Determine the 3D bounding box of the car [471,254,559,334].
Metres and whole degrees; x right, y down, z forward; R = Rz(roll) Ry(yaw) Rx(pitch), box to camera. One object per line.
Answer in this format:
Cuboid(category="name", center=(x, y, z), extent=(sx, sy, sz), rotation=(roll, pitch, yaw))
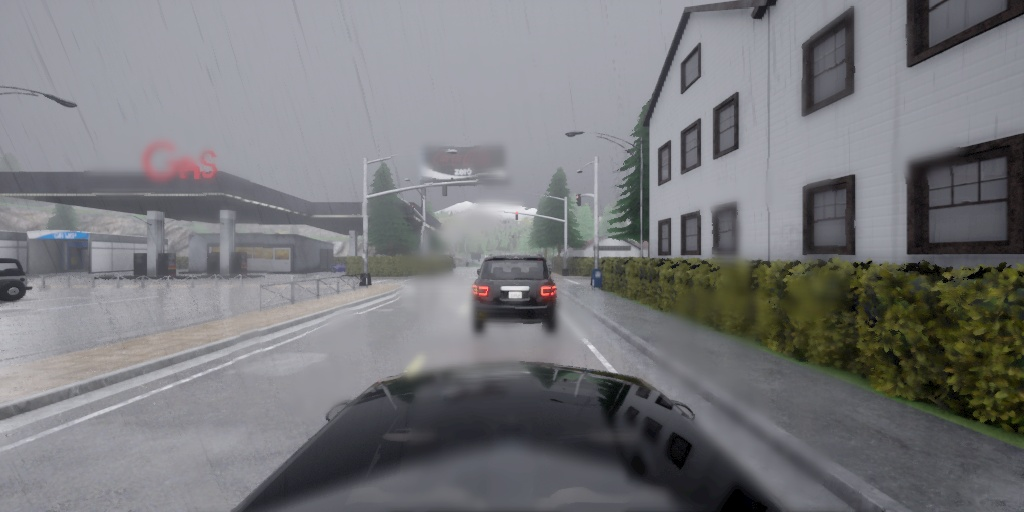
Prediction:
Cuboid(category="car", center=(0.085, 0.974, 10.784), extent=(2.150, 2.045, 5.566), rotation=(0, 0, 0))
